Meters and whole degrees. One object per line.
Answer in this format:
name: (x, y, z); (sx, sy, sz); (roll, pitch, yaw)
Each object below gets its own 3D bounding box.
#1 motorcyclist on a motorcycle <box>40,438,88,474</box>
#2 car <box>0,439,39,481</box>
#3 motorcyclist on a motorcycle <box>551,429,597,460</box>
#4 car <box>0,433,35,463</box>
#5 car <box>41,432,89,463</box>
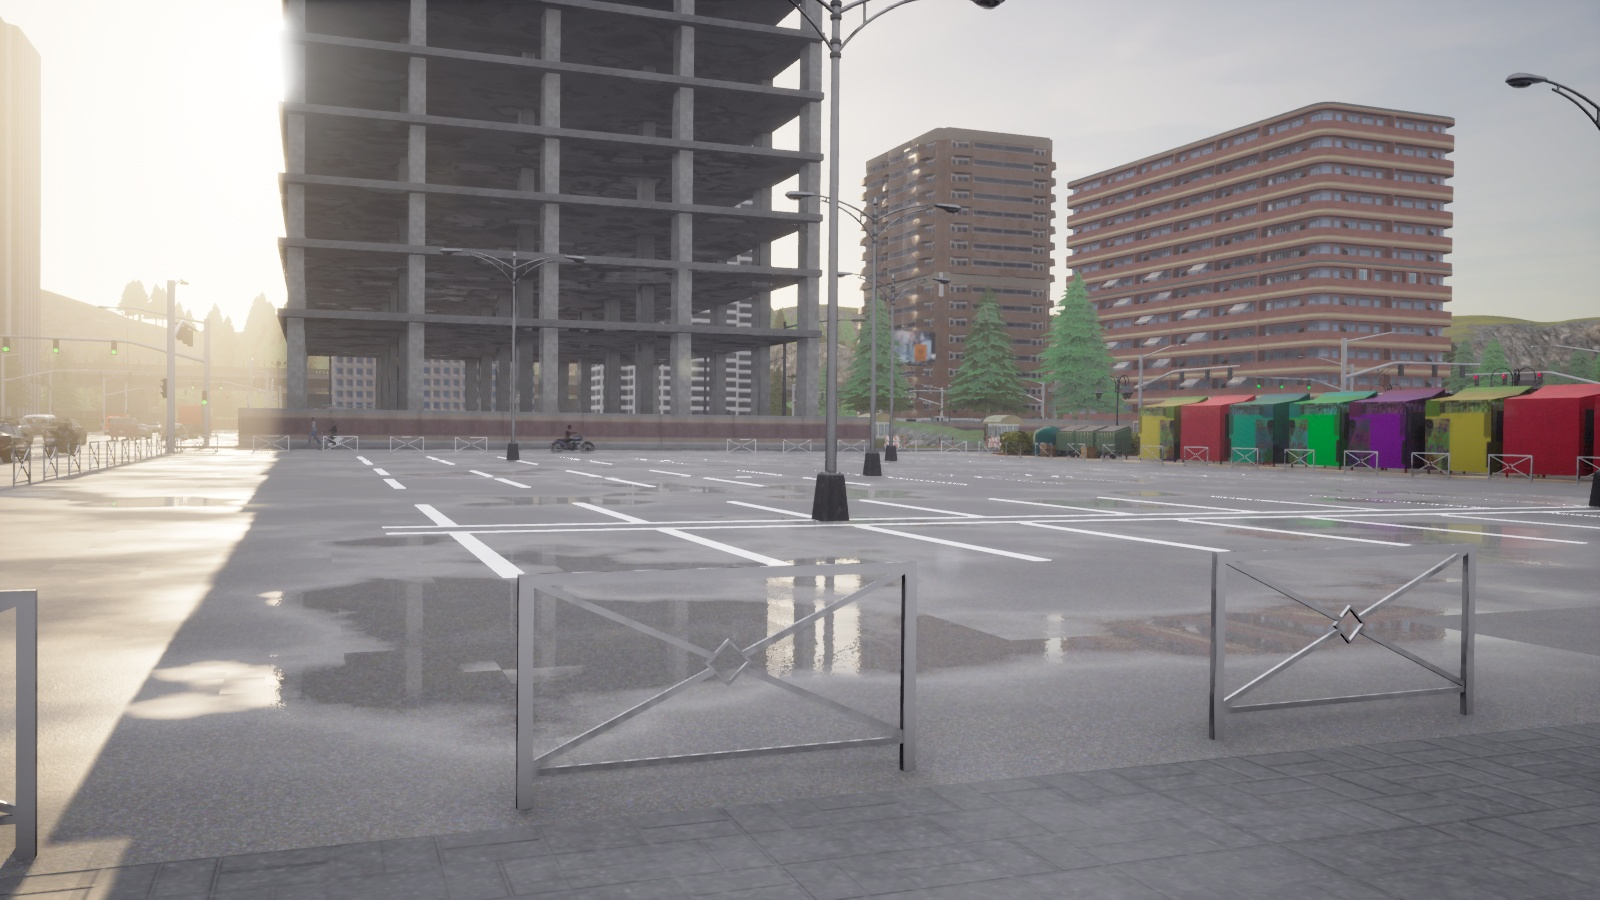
motorcyclist on a motorcycle: (-32.800, 0.254, 56.026); (0.866, 1.530, 2.191); (1, 1, 0)
car: (-30.288, 0.359, 47.071); (2.163, 1.488, 4.792); (-1, 1, -21)
motorcyclist on a motorcycle: (-12.298, -0.284, 68.245); (2.350, 1.649, 0.766); (-1, 1, -21)
car: (-51.124, -0.155, 81.270); (1.932, 1.855, 4.605); (-1, 1, -21)
car: (-47.026, -0.185, 80.420); (1.932, 1.855, 4.605); (-1, 1, -21)
